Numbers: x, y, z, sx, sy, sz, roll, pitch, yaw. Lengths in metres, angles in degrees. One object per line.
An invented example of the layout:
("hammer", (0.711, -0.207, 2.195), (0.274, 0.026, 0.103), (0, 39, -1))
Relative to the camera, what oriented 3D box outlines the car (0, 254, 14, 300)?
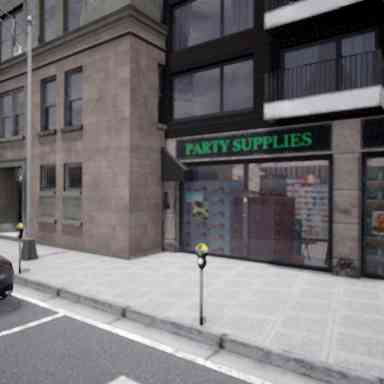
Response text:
("car", (-5.391, 1.518, 6.911), (4.403, 1.369, 2.008), (0, 0, 35))
